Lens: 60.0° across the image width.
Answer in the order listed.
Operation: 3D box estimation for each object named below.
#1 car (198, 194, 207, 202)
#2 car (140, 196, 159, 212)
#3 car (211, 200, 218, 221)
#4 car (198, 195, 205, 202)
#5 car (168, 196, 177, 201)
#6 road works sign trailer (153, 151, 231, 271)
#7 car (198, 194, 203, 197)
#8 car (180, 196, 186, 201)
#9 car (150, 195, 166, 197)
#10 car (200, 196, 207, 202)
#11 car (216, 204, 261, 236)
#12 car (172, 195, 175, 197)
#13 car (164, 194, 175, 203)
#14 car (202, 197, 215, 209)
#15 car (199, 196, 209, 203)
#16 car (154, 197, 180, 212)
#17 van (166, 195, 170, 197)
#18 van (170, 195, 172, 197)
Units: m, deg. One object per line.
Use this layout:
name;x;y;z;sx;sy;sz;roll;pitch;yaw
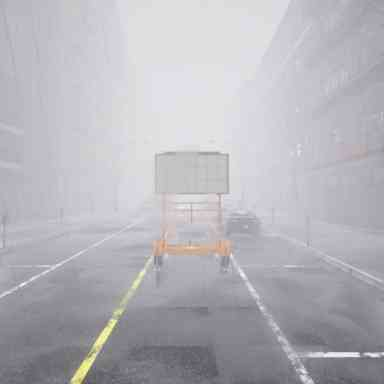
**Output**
car;2.596;1.547;84.659;2.192;1.841;5.009;1;0;0
car;-5.276;1.592;40.308;1.752;1.417;4.829;2;0;0
car;2.596;1.554;23.991;1.752;1.417;4.829;1;0;0
car;2.614;1.681;62.535;1.887;1.381;4.507;1;0;0
car;-5.254;1.826;90.253;1.947;1.339;4.313;1;0;0
road works sign trailer;-0.005;0.473;10.978;2.380;3.560;2.880;0;0;0
car;2.617;1.703;68.064;1.887;1.381;4.507;1;0;0
car;-2.706;1.796;90.982;1.812;1.442;4.674;0;0;0
car;-5.268;1.397;46.010;2.192;1.841;5.009;2;0;0
car;2.606;1.632;45.943;2.008;1.369;4.403;1;0;0
car;2.593;1.564;18.289;1.887;1.381;4.507;1;0;0
car;-5.255;1.497;73.661;2.192;1.841;5.009;1;0;0
car;-5.253;1.522;79.191;2.192;1.841;5.009;1;0;0
car;2.603;1.612;40.411;1.887;1.381;4.507;1;0;0
car;2.629;1.622;73.597;1.967;1.590;4.097;1;0;0
car;-2.830;1.611;39.235;2.033;1.411;5.357;0;0;0
van;-5.263;1.457;57.069;1.690;1.788;3.998;2;0;0
van;-5.261;1.478;62.601;1.690;1.788;3.998;1;0;0
